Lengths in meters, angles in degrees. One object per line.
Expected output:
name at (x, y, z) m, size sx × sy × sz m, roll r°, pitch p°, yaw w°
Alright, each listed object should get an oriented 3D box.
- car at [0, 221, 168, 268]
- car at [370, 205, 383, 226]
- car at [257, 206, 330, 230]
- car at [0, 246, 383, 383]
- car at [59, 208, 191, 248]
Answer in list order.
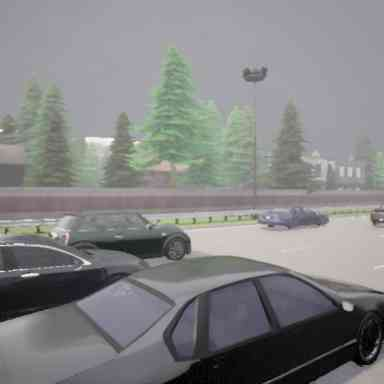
car at (-3.056, 1.507, 5.864) m, size 4.892 × 1.490 × 1.837 m, roll 0°, pitch 0°, yaw -36°
car at (13.825, 1.539, 22.209) m, size 4.902 × 1.511 × 2.128 m, roll 0°, pitch 0°, yaw -36°
car at (6.588, 1.581, 21.346) m, size 5.357 × 1.411 × 2.033 m, roll 0°, pitch 0°, yaw -36°
car at (0.459, 1.552, 4.074) m, size 5.357 × 1.411 × 2.033 m, roll 0°, pitch 0°, yaw -36°
car at (-2.230, 1.359, 10.753) m, size 4.553 × 1.767 × 2.097 m, roll 0°, pitch 0°, yaw -36°
